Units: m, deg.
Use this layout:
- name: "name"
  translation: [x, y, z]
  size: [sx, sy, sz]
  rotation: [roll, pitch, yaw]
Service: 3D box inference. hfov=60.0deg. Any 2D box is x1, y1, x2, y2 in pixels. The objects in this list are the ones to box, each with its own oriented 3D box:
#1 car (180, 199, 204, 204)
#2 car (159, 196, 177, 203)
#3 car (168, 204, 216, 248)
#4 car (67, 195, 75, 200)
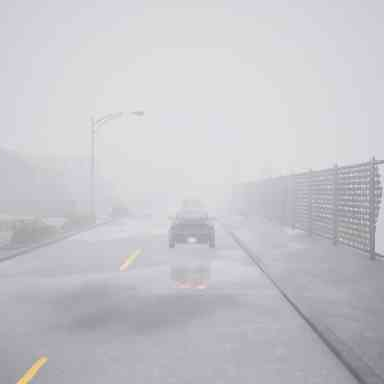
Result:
- name: "car"
  translation: [0.000, 1.366, 29.620]
  size: [2.097, 1.767, 4.553]
  rotation: [0, 0, 0]
- name: "car"
  translation: [-5.445, 1.539, 72.321]
  size: [2.033, 1.411, 5.357]
  rotation: [0, 0, -36]
- name: "car"
  translation: [0.000, 1.516, 14.650]
  size: [1.837, 1.490, 4.892]
  rotation: [0, 0, 0]
- name: "car"
  translation: [-17.277, 1.133, 43.723]
  size: [3.633, 1.501, 1.845]
  rotation: [0, 0, 0]
